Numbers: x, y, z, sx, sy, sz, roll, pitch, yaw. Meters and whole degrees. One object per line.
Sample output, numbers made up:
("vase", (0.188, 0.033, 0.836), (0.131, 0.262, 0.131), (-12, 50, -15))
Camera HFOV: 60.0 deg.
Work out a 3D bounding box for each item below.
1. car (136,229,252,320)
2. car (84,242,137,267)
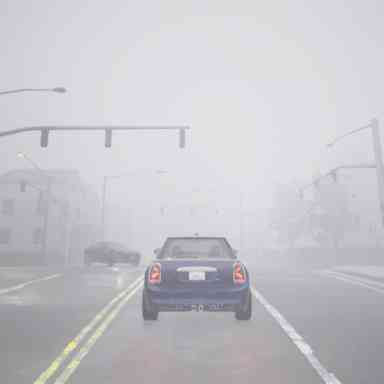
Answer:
("car", (0.089, 1.814, 8.244), (2.097, 1.767, 4.553), (0, -7, 0))
("car", (-5.025, 3.866, 20.888), (1.882, 1.535, 5.008), (12, -16, -40))
